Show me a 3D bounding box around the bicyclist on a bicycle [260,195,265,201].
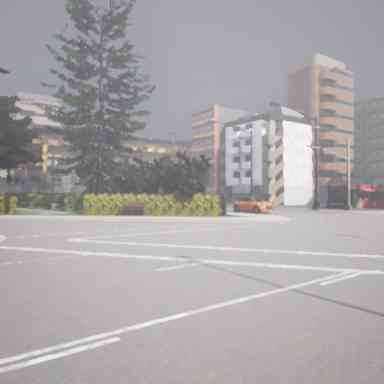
[{"bbox_3d":[9.161,1.197,43.869,1.656,1.620,0.582,-1,0,-35],"label":"bicyclist on a bicycle"}]

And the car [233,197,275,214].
[{"bbox_3d":[6.428,1.287,34.735,2.097,1.767,4.553,0,0,-35],"label":"car"}]
